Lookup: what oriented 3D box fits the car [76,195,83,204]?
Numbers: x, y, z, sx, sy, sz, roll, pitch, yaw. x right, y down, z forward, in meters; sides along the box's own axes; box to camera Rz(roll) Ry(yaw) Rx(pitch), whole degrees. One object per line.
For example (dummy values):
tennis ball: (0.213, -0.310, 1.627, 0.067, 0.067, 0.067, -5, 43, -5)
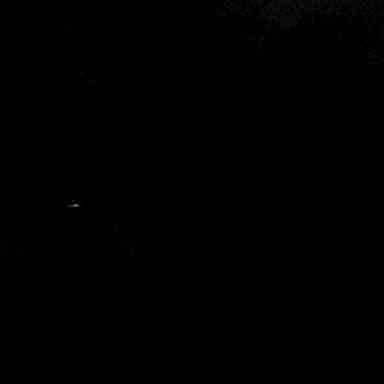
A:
car: (-19.906, 1.353, 58.033, 1.837, 1.490, 4.892, 0, 0, 10)
